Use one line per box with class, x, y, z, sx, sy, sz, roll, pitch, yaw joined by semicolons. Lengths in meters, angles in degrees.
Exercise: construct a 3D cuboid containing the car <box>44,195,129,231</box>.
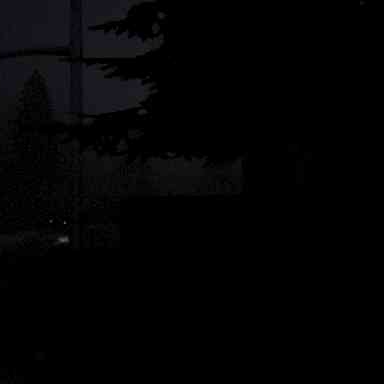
car;-5.961;1.200;20.107;2.150;2.045;5.566;0;0;36
